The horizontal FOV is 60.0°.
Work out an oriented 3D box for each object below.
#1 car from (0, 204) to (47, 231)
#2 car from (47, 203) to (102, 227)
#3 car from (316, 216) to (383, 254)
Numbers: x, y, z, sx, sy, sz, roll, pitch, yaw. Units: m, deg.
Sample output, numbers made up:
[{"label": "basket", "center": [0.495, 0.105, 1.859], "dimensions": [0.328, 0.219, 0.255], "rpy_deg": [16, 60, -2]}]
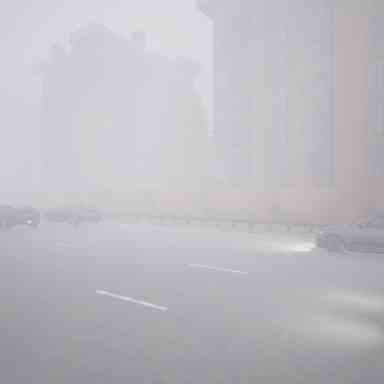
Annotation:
[{"label": "car", "center": [-11.399, 1.502, 20.715], "dimensions": [4.892, 1.490, 1.837], "rpy_deg": [-1, -1, 35]}, {"label": "car", "center": [-8.238, 1.492, 22.762], "dimensions": [4.902, 1.511, 2.128], "rpy_deg": [0, 0, 35]}, {"label": "car", "center": [6.755, 1.563, 12.071], "dimensions": [4.181, 1.385, 1.994], "rpy_deg": [0, 0, 35]}]
